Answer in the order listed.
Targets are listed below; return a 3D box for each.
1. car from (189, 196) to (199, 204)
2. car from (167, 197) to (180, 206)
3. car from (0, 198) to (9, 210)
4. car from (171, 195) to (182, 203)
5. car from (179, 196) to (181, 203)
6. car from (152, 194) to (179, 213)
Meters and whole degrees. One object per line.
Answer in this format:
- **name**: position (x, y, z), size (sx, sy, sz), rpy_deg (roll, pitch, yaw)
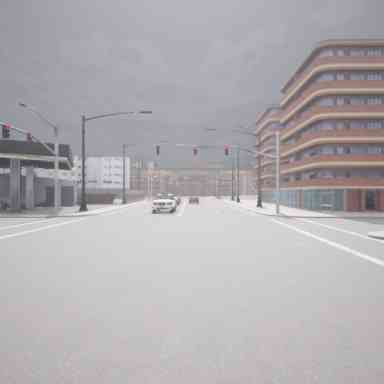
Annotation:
- **car**: position (0.344, 1.491, 63.768), size (2.128, 1.511, 4.902), rpy_deg (0, 0, 0)
- **car**: position (-3.118, 1.547, 57.720), size (2.033, 1.411, 5.357), rpy_deg (0, 0, 0)
- **car**: position (-23.944, 1.456, 39.459), size (3.806, 1.475, 1.970), rpy_deg (0, 0, 1)
- **car**: position (-3.183, 1.491, 68.049), size (2.128, 1.511, 4.902), rpy_deg (0, 0, 0)
- **car**: position (-3.102, 1.547, 47.406), size (2.033, 1.411, 5.357), rpy_deg (0, 0, 0)
- **car**: position (-3.038, 1.221, 37.110), size (2.150, 2.045, 5.566), rpy_deg (0, 0, 2)
